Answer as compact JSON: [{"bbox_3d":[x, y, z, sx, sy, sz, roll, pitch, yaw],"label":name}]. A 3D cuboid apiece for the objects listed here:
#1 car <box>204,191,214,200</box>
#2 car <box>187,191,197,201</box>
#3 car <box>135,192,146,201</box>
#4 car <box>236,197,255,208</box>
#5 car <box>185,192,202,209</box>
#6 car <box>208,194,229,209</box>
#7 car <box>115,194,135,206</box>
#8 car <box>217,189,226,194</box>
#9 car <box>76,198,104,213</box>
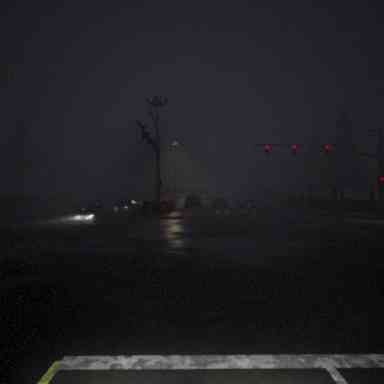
[{"bbox_3d":[3.518,0.633,68.763,2.097,1.767,4.553,0,4,0],"label":"car"},{"bbox_3d":[0.017,0.776,68.746,2.128,1.511,4.902,0,4,0],"label":"car"},{"bbox_3d":[-10.507,0.770,66.539,2.097,1.767,4.553,0,3,0],"label":"car"},{"bbox_3d":[7.175,1.401,44.539,1.812,1.442,4.674,0,0,0],"label":"car"},{"bbox_3d":[0.174,1.231,43.202,2.097,1.767,4.553,0,0,0],"label":"car"},{"bbox_3d":[3.675,1.369,43.467,2.128,1.511,4.902,0,0,0],"label":"car"},{"bbox_3d":[-10.511,1.384,50.932,1.812,1.442,4.674,0,0,0],"label":"car"},{"bbox_3d":[6.971,-0.013,78.399,1.812,1.442,4.674,0,7,0],"label":"car"},{"bbox_3d":[-10.537,1.395,34.699,2.128,1.511,4.902,0,0,0],"label":"car"}]
